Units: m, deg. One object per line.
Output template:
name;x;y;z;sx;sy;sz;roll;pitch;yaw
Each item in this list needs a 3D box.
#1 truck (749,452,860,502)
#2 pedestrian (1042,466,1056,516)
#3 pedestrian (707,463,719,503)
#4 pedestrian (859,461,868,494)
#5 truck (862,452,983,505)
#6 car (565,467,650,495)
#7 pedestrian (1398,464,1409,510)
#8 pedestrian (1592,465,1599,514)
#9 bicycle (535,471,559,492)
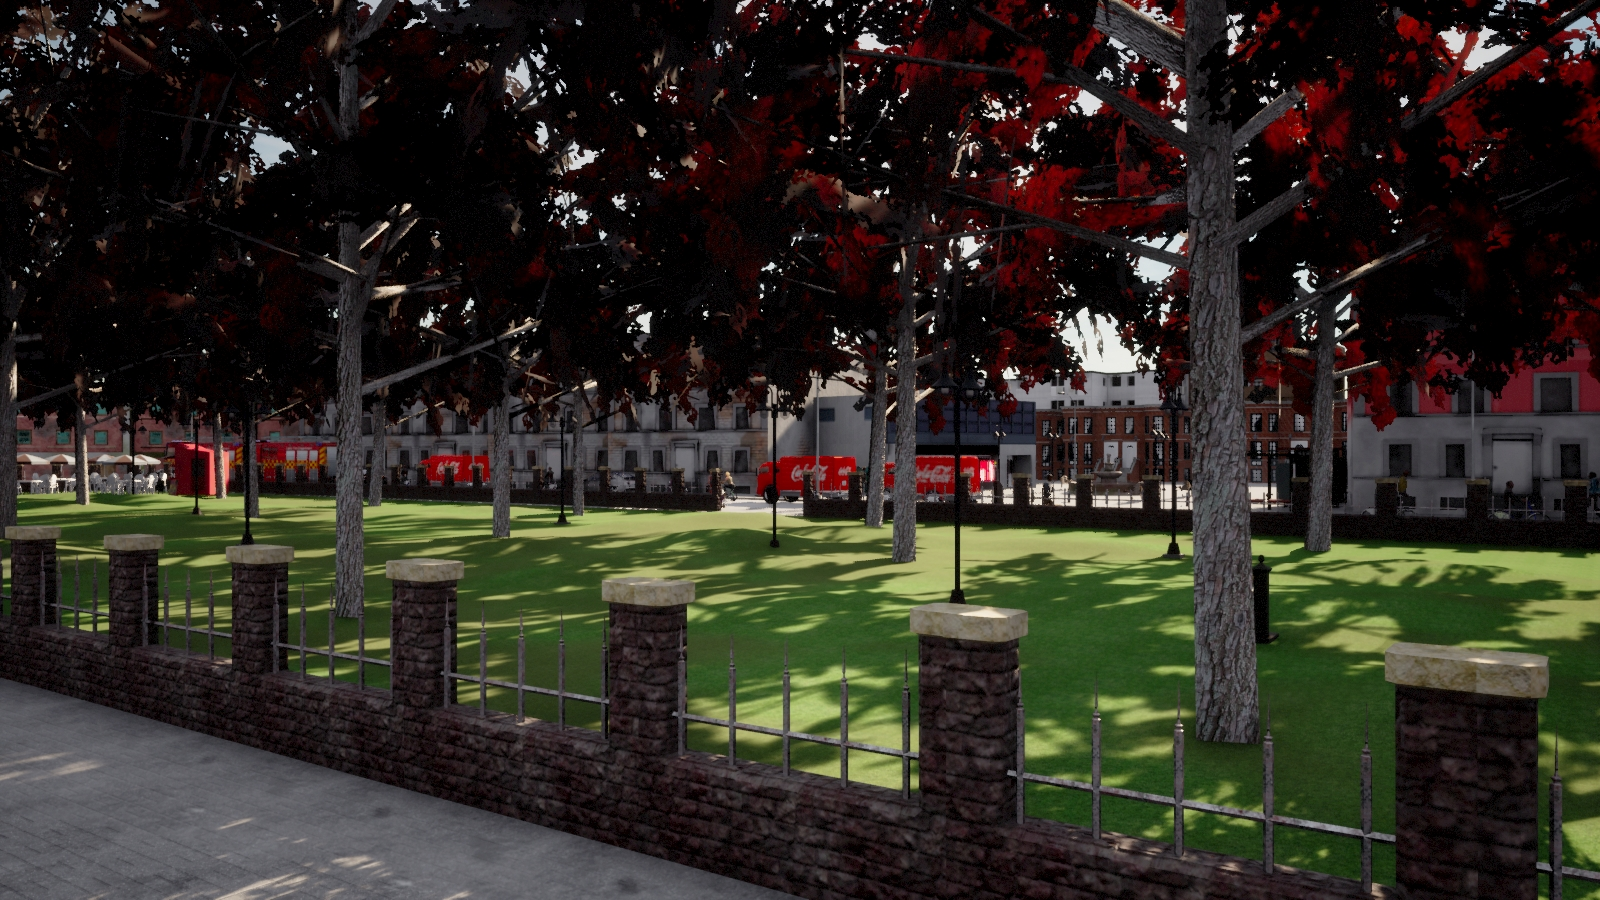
truck;0.205;1.348;59.637;5.204;2.467;2.627;0;0;35
pedestrian;9.263;1.524;42.499;0.375;1.860;0.375;0;0;35
pedestrian;-4.001;1.522;52.674;0.375;1.860;0.375;0;0;45
pedestrian;3.591;1.573;64.803;0.375;1.860;0.375;0;0;35
truck;5.927;1.339;55.612;5.204;2.467;2.627;-1;0;35
car;-11.432;1.827;67.802;4.902;1.511;2.128;0;0;35
pedestrian;25.009;1.524;47.327;0.375;1.860;0.375;0;0;33
pedestrian;30.718;1.522;43.966;0.375;1.860;0.375;0;0;36
bicycle;-15.681;1.940;70.806;1.835;1.271;0.329;0;0;35
